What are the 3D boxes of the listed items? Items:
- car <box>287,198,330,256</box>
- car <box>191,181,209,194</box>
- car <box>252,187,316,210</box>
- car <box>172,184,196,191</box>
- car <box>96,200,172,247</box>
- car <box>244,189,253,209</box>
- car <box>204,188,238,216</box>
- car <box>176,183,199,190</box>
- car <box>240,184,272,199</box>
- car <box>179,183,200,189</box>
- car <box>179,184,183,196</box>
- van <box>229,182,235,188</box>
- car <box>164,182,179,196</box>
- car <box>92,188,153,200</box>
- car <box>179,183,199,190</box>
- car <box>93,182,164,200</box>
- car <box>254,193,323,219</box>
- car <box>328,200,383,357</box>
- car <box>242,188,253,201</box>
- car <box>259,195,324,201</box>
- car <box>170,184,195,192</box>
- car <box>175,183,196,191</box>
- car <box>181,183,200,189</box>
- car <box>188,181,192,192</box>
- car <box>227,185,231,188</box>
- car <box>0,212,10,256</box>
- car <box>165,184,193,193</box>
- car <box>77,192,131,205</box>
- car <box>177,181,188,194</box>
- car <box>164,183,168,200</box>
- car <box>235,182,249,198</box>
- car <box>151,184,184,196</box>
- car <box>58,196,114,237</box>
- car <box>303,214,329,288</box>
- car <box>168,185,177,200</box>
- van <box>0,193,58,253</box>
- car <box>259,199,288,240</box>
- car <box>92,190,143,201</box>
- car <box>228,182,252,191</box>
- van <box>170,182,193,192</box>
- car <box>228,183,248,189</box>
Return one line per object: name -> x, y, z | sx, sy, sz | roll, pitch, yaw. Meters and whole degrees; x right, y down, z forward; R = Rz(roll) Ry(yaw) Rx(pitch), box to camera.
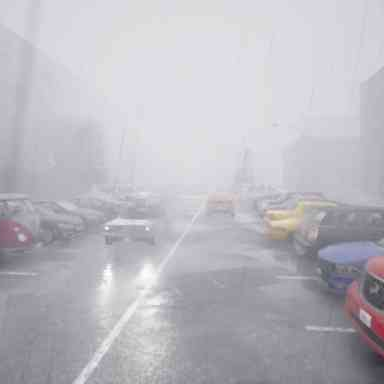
car -> 5.375, 1.205, 9.606 | 4.553, 1.767, 2.185 | 0, 2, 5
car -> 1.662, -0.672, 56.452 | 2.150, 2.045, 5.566 | 1, 2, 5
car -> 6.439, 0.785, 21.307 | 4.553, 1.767, 2.185 | 1, 2, 5
car -> -1.668, -0.980, 71.416 | 4.892, 1.521, 2.231 | 0, 2, 5
car -> -2.059, 1.266, 13.636 | 1.895, 1.301, 4.718 | 1, 2, 5
car -> 6.906, 0.737, 27.168 | 4.674, 1.452, 2.002 | 1, 2, 5
car -> 2.043, 0.784, 24.019 | 1.882, 1.535, 5.008 | 0, 2, 5
car -> -1.143, -1.289, 79.776 | 5.366, 1.575, 1.946 | 1, 2, 5
car -> 7.391, 0.354, 33.139 | 4.553, 1.767, 2.185 | 1, 2, 5
car -> -0.667, -1.491, 85.340 | 5.366, 1.575, 1.946 | 0, 2, 5
car -> -4.087, 0.060, 43.604 | 4.792, 1.488, 2.163 | 0, 2, 5
van -> 11.229, -1.310, 76.190 | 4.442, 1.987, 1.878 | 1, 2, 5
car -> -4.326, 0.006, 40.817 | 4.553, 1.767, 2.185 | 1, 2, 5
car -> -5.720, 0.738, 24.127 | 5.008, 1.535, 2.097 | 1, 2, 5
car -> -0.749, -1.356, 82.545 | 4.792, 1.488, 2.163 | 0, 2, 5
car -> -5.458, 0.386, 26.899 | 5.566, 2.045, 2.435 | 0, 2, 5
car -> 6.174, 1.013, 18.513 | 4.892, 1.521, 2.231 | 0, 2, 5
car -> 4.886, 1.218, 3.852 | 5.566, 2.045, 2.435 | 1, 1, 5
car -> 7.167, 0.626, 30.217 | 4.674, 1.452, 2.002 | 1, 2, 5
car -> 6.091, 1.121, 15.448 | 5.366, 1.575, 1.946 | 1, 2, 5
car -> -1.918, -0.879, 68.635 | 4.892, 1.521, 2.231 | 1, 2, 5
car -> -1.403, -1.207, 74.188 | 4.553, 1.767, 2.185 | 1, 2, 5
car -> -0.273, -1.558, 88.109 | 4.792, 1.488, 2.163 | 0, 2, 5
car -> -2.657, -0.702, 60.286 | 4.553, 1.767, 2.185 | 1, 2, 5
car -> 3.527, 0.240, 41.348 | 1.994, 1.385, 4.181 | 1, 2, 5
car -> -7.151, 1.314, 7.424 | 4.892, 1.521, 2.231 | 1, 1, 5
car -> -2.394, -0.673, 62.946 | 5.008, 1.535, 2.097 | 1, 2, 5
car -> -6.207, 0.946, 18.441 | 4.892, 1.521, 2.231 | 0, 2, 5
car -> -3.845, -0.322, 46.373 | 5.566, 2.045, 2.435 | 1, 2, 5
car -> -5.052, 0.314, 32.347 | 4.553, 1.767, 2.185 | 0, 2, 5
car -> 7.691, 0.127, 35.931 | 5.566, 2.045, 2.435 | 1, 2, 5
car -> -3.549, -0.297, 49.156 | 4.553, 1.767, 2.185 | 1, 2, 5
car -> -6.443, 1.082, 15.784 | 4.674, 1.452, 2.002 | 1, 2, 5
car -> 5.168, 1.411, 6.788 | 5.008, 1.535, 2.097 | 1, 2, 5
car -> -4.504, 0.263, 38.033 | 4.792, 1.488, 2.163 | 1, 2, 5
van -> -6.800, 1.014, 10.205 | 4.442, 1.987, 1.878 | 0, 2, 5
car -> 5.471, 1.224, 12.552 | 5.366, 1.575, 1.946 | 0, 2, 5
car -> -5.971, 0.841, 21.348 | 4.892, 1.521, 2.231 | 1, 2, 5
car -> 11.380, -1.438, 78.976 | 5.566, 2.045, 2.435 | 0, 2, 5
van -> -2.033, -1.003, 65.834 | 4.442, 1.987, 1.878 | 0, 2, 5
car -> 12.715, -1.689, 92.742 | 5.366, 1.575, 1.946 | 1, 2, 5
